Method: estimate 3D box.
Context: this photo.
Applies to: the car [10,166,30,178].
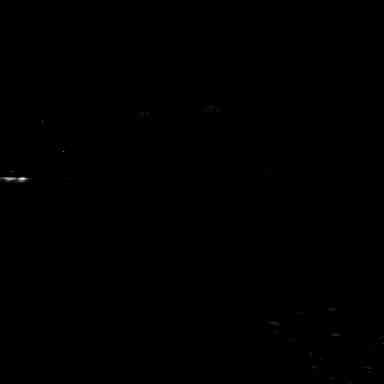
[{"bbox_3d":[-24.251,-2.891,46.942,1.882,1.535,5.008,2,4,-18],"label":"car"}]
